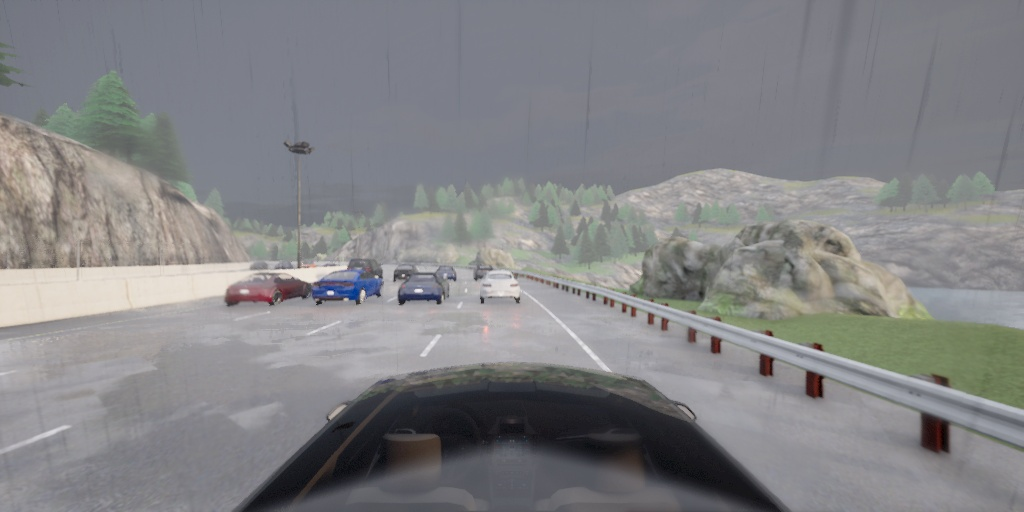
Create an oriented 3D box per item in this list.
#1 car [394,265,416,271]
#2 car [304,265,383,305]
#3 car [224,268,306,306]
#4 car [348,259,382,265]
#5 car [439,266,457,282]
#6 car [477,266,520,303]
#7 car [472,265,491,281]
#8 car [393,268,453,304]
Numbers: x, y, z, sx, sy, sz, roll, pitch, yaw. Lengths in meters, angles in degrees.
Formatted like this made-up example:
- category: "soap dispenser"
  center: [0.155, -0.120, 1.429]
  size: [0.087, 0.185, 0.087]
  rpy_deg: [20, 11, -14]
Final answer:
- category: "car"
  center: [-9.589, 1.523, 32.767]
  size: [1.882, 1.535, 5.008]
  rpy_deg: [0, 0, -9]
- category: "car"
  center: [-7.637, 1.375, 17.165]
  size: [1.882, 1.535, 5.008]
  rpy_deg: [0, 0, -5]
- category: "car"
  center: [-11.111, 1.458, 16.697]
  size: [1.994, 1.385, 4.181]
  rpy_deg: [0, -1, -5]
- category: "car"
  center: [-12.965, 1.253, 31.731]
  size: [2.150, 2.045, 5.566]
  rpy_deg: [0, 0, -9]
- category: "car"
  center: [-6.099, 1.612, 33.110]
  size: [1.994, 1.385, 4.181]
  rpy_deg: [0, -1, -9]
- category: "car"
  center: [-0.651, 1.426, 17.616]
  size: [1.812, 1.442, 4.674]
  rpy_deg: [0, 0, -5]
- category: "car"
  center: [-2.651, 1.545, 33.714]
  size: [2.128, 1.511, 4.902]
  rpy_deg: [0, 0, -9]
- category: "car"
  center: [-4.132, 1.462, 17.248]
  size: [1.994, 1.385, 4.181]
  rpy_deg: [0, 0, -5]
